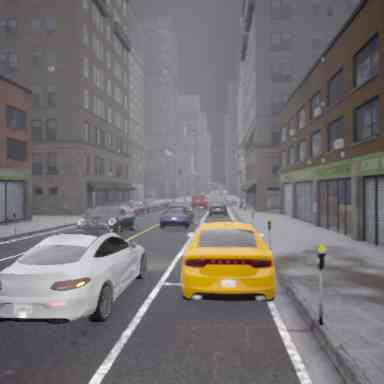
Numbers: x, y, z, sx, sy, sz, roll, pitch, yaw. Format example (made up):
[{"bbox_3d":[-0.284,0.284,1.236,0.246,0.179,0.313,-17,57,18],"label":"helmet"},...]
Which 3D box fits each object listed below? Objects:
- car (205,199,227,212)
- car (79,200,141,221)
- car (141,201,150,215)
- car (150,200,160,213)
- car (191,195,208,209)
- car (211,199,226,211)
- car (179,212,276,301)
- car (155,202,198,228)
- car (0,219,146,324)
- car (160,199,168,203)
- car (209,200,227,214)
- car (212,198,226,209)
[{"bbox_3d":[2.576,1.654,32.814,1.947,1.339,4.313,-1,0,5],"label":"car"},{"bbox_3d":[-4.550,1.452,18.280,2.097,1.767,4.553,-1,0,5],"label":"car"},{"bbox_3d":[-5.920,1.607,33.544,1.967,1.590,4.097,-1,0,5],"label":"car"},{"bbox_3d":[-5.445,1.748,39.029,1.947,1.339,4.313,-1,0,5],"label":"car"},{"bbox_3d":[1.042,1.376,47.117,2.150,2.045,5.566,-1,0,5],"label":"car"},{"bbox_3d":[3.520,1.665,43.783,1.887,1.381,4.507,-1,0,5],"label":"car"},{"bbox_3d":[0.867,1.497,8.438,1.882,1.535,5.008,-1,0,5],"label":"car"},{"bbox_3d":[-0.951,1.647,22.746,1.994,1.385,4.181,-1,0,5],"label":"car"},{"bbox_3d":[-2.298,1.569,7.204,1.812,1.442,4.674,-1,0,5],"label":"car"},{"bbox_3d":[-4.973,1.749,44.514,2.008,1.369,4.403,-1,0,5],"label":"car"},{"bbox_3d":[3.048,1.648,38.298,1.887,1.381,4.507,-1,0,5],"label":"car"},{"bbox_3d":[3.992,1.681,49.268,1.887,1.381,4.507,-1,0,5],"label":"car"}]
